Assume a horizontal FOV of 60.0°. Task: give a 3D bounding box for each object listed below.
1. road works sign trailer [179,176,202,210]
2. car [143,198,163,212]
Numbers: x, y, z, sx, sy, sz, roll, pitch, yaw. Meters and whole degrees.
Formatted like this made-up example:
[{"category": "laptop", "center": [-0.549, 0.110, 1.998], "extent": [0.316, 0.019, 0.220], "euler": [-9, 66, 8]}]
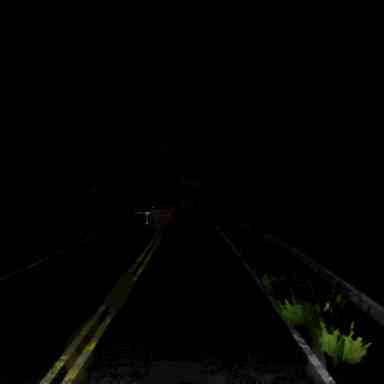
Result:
[{"category": "road works sign trailer", "center": [-0.235, 0.076, 36.419], "extent": [2.380, 3.560, 2.880], "euler": [2, -11, -7]}, {"category": "car", "center": [-4.138, 1.363, 35.604], "extent": [1.994, 1.385, 4.181], "euler": [0, 0, -5]}]
